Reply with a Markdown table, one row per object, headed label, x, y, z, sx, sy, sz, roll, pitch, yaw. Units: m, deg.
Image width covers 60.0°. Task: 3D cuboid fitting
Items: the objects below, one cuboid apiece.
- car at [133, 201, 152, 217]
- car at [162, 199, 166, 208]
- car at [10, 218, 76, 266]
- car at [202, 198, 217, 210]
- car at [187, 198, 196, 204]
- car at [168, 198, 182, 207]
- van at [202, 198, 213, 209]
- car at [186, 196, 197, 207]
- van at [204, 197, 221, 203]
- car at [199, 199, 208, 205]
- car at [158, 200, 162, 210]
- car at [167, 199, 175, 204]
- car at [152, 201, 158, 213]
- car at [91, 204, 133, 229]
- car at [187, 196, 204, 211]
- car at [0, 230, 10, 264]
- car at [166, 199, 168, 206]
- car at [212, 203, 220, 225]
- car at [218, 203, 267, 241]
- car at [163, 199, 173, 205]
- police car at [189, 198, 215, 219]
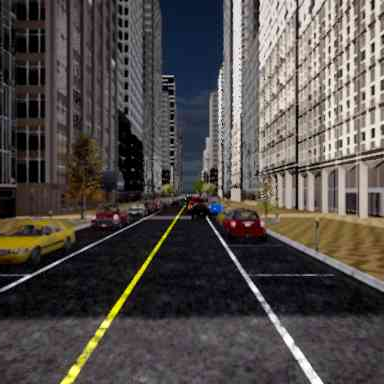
| label | x | y | z | sx | sy | sz | roll | pitch | yaw |
| --- | --- | --- | --- | --- | --- | --- | --- | --- | --- |
| car | -5.711 | 1.898 | 34.874 | 2.008 | 1.369 | 4.403 | -1 | -1 | 0 |
| car | -5.718 | 2.068 | 51.924 | 2.008 | 1.369 | 4.403 | -1 | -1 | 0 |
| car | -5.702 | 1.646 | 11.971 | 1.752 | 1.417 | 4.829 | -1 | -1 | 0 |
| car | 2.661 | 1.832 | 51.929 | 2.192 | 1.841 | 5.009 | -1 | -1 | 0 |
| car | -0.031 | 2.286 | 83.095 | 2.128 | 1.511 | 4.902 | 0 | -1 | 0 |
| car | -3.041 | 2.212 | 65.331 | 1.994 | 1.385 | 4.181 | 0 | -1 | 0 |
| van | 2.659 | 1.914 | 57.613 | 1.690 | 1.788 | 3.998 | -1 | -1 | 0 |
| car | -0.026 | 1.883 | 68.128 | 2.150 | 2.045 | 5.566 | 0 | -1 | 0 |
| van | 2.666 | 1.745 | 40.562 | 1.690 | 1.788 | 3.998 | -1 | -1 | 0 |
| car | 2.653 | 2.349 | 80.344 | 2.008 | 1.369 | 4.403 | -1 | -1 | 0 |
| car | -5.715 | 2.005 | 46.241 | 1.887 | 1.381 | 4.507 | -1 | -1 | 0 |
| car | -5.732 | 2.492 | 91.707 | 1.802 | 1.307 | 4.206 | -1 | -1 | 0 |
| car | -5.713 | 1.970 | 40.557 | 1.947 | 1.339 | 4.313 | -1 | -1 | 0 |
| car | -5.707 | 1.675 | 23.509 | 1.967 | 1.590 | 4.097 | -1 | -1 | 0 |
| car | 0.808 | 1.650 | 42.924 | 2.150 | 2.045 | 5.566 | 0 | -1 | -1 |
| car | -5.701 | 1.506 | 6.458 | 1.967 | 1.590 | 4.097 | -1 | -1 | 0 |
| car | -5.719 | 2.155 | 57.607 | 1.802 | 1.307 | 4.206 | -1 | -1 | 0 |
| car | 2.674 | 1.762 | 23.680 | 1.752 | 1.417 | 4.829 | -1 | -1 | 0 |
| car | 2.675 | 1.618 | 17.828 | 1.967 | 1.590 | 4.097 | -1 | -1 | 0 |
| car | -5.728 | 2.349 | 80.340 | 2.008 | 1.369 | 4.403 | -1 | -1 | 0 |
| police car | 0.887 | 1.754 | 33.017 | 1.930 | 1.638 | 5.238 | 0 | -1 | 0 |
